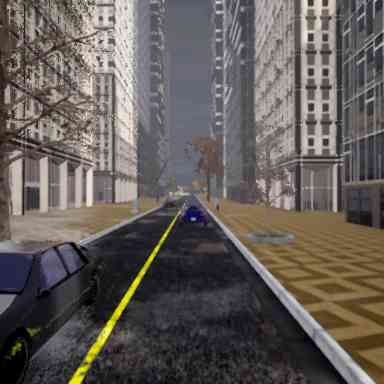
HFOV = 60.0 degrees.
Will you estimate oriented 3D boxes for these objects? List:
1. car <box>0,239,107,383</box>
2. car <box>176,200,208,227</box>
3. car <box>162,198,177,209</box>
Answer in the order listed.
[{"bbox_3d":[-2.844,1.544,5.367,2.033,1.411,5.357,0,0,0],"label":"car"},{"bbox_3d":[0.094,1.510,22.845,1.812,1.442,4.674,0,0,0],"label":"car"},{"bbox_3d":[-2.840,1.533,43.890,1.994,1.385,4.181,0,0,0],"label":"car"}]
